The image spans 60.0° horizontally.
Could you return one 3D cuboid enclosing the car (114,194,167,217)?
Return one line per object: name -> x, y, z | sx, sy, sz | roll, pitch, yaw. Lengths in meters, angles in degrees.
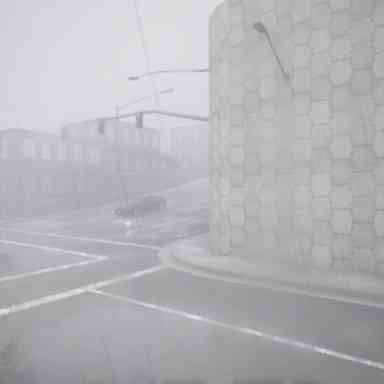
car -> -4.034, 1.023, 26.630 | 1.837, 1.490, 4.892 | 0, 6, 35
